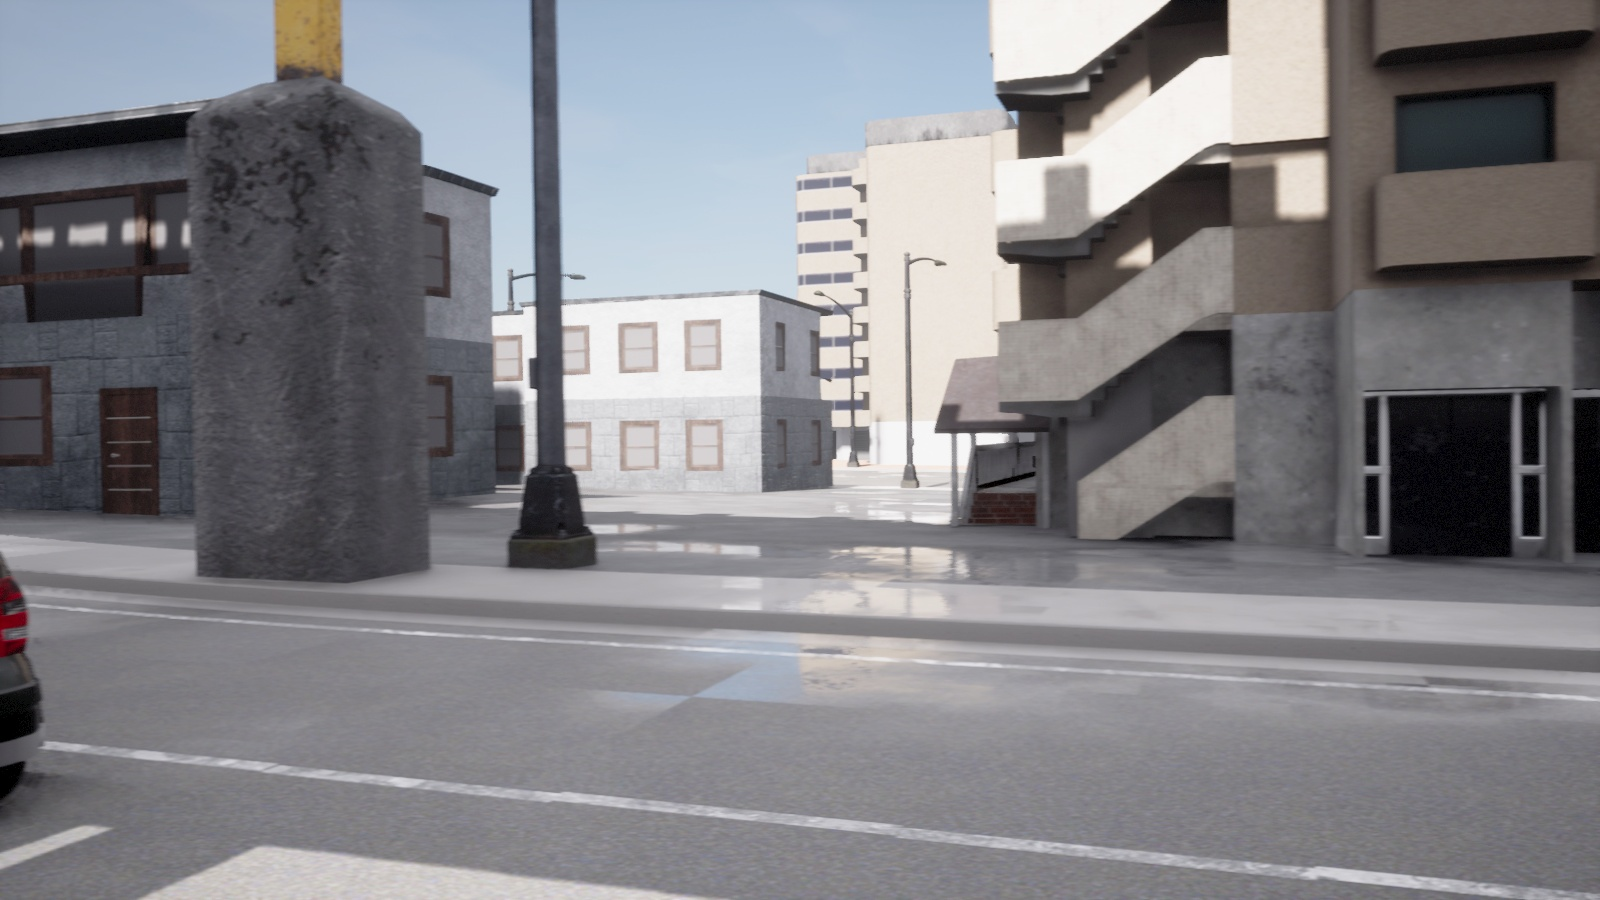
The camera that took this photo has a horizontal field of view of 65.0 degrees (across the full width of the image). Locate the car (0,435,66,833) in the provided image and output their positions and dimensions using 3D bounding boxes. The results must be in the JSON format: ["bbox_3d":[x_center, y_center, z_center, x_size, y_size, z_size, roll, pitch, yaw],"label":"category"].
[{"bbox_3d":[-5.059,0.708,4.922,3.705,1.549,1.789,1,1,20],"label":"car"}]
